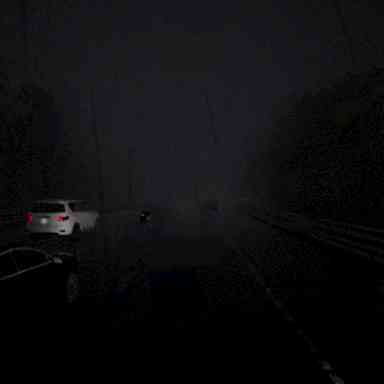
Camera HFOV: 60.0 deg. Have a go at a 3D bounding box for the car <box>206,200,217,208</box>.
[{"bbox_3d":[3.745,2.222,63.189,1.837,1.490,4.892,0,-1,5],"label":"car"}]

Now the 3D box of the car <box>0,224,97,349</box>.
[{"bbox_3d":[-3.352,1.547,5.305,2.128,1.511,4.902,0,-1,0],"label":"car"}]

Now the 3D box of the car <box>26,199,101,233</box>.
[{"bbox_3d":[-6.651,1.409,17.787,2.150,2.045,5.566,0,-1,1],"label":"car"}]

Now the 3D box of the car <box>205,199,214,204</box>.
[{"bbox_3d":[4.391,2.308,81.482,1.994,1.385,4.181,0,-1,6],"label":"car"}]

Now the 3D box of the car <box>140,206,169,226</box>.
[{"bbox_3d":[-2.897,1.807,26.049,1.812,1.442,4.674,0,-1,2],"label":"car"}]

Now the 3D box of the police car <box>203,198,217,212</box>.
[{"bbox_3d":[2.597,1.954,47.544,1.930,1.638,5.238,0,-1,4],"label":"police car"}]

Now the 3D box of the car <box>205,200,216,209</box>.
[{"bbox_3d":[3.275,2.171,57.284,1.812,1.442,4.674,0,-1,4],"label":"car"}]
